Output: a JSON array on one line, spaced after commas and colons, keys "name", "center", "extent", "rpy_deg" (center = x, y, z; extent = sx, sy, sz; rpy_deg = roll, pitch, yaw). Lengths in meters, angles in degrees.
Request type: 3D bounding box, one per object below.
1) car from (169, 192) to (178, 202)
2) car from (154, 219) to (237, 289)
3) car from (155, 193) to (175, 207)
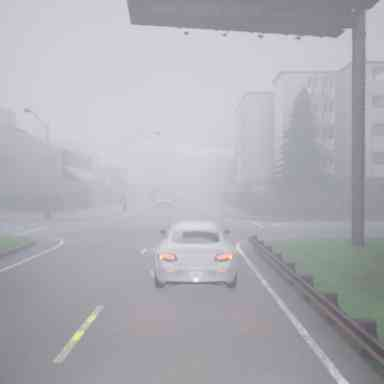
[{"name": "car", "center": [-3.538, 0.848, 59.382], "extent": [2.097, 1.767, 4.553], "rpy_deg": [0, 1, 0]}, {"name": "car", "center": [0.083, 1.450, 8.847], "extent": [1.812, 1.442, 4.674], "rpy_deg": [0, 0, 0]}, {"name": "car", "center": [-3.581, 1.160, 43.062], "extent": [1.812, 1.442, 4.674], "rpy_deg": [0, 0, 0]}]
